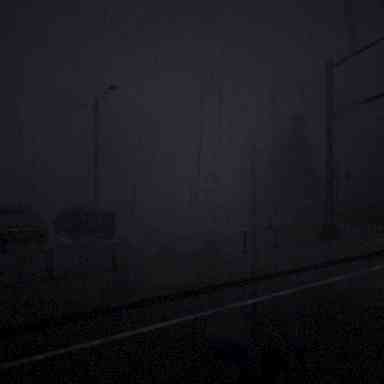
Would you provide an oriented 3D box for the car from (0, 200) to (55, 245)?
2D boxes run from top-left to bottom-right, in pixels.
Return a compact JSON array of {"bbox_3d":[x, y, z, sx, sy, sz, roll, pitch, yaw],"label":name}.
[{"bbox_3d":[-7.754,1.338,14.233,2.152,1.636,5.027,0,0,-36],"label":"car"}]

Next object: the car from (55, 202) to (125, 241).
[{"bbox_3d":[-5.244,1.361,16.116,2.007,1.523,4.514,0,0,-36],"label":"car"}]

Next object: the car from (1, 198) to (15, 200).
[{"bbox_3d":[-20.529,1.394,37.191,1.845,1.501,3.633,0,0,-36],"label":"car"}]

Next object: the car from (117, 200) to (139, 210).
[{"bbox_3d":[-8.928,1.679,44.913,1.895,1.301,4.718,0,0,-36],"label":"car"}]
